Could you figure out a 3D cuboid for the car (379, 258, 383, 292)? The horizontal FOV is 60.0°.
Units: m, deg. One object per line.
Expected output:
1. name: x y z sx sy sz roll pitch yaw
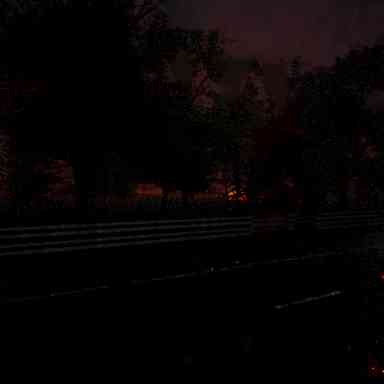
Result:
1. car: 6.061 1.617 7.416 4.674 1.442 1.812 0 -1 -32
